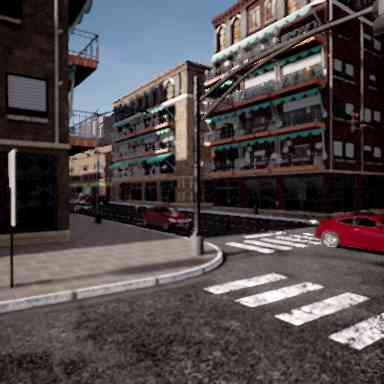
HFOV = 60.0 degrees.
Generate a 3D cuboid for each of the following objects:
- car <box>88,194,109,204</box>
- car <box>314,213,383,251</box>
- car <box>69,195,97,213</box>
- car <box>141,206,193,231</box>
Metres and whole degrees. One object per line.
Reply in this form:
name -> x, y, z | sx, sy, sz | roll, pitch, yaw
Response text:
car -> -14.602, 1.168, 52.866 | 1.947, 1.339, 4.313 | 0, 0, -35
car -> 6.997, 1.573, 12.716 | 1.812, 1.442, 4.674 | 0, 1, -35
car -> -11.531, 1.328, 34.106 | 2.008, 1.369, 4.403 | 0, 0, -35
car -> -1.630, 1.516, 20.202 | 1.802, 1.307, 4.206 | 0, 0, -35
